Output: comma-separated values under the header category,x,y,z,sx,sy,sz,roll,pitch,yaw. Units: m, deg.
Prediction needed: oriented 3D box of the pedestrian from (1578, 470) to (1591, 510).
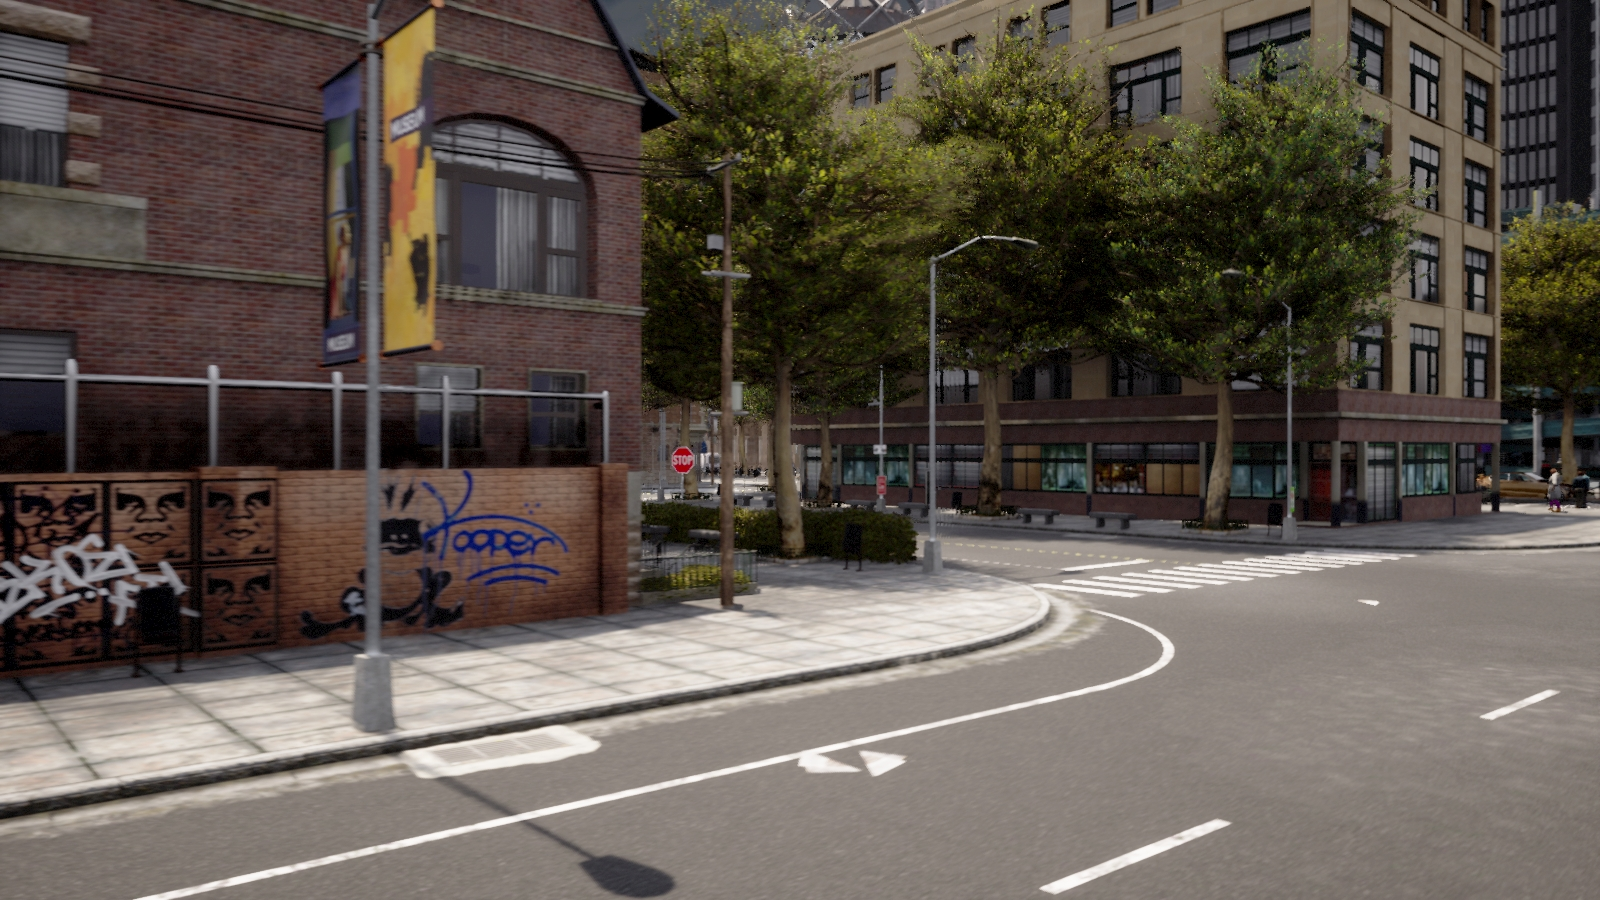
category,x,y,z,sx,sy,sz,roll,pitch,yaw
pedestrian,36.516,1.858,53.182,0.375,1.860,0.375,0,0,-1

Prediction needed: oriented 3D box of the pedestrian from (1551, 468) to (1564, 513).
category,x,y,z,sx,sy,sz,roll,pitch,yaw
pedestrian,32.013,1.705,48.299,0.375,1.860,0.375,0,0,45

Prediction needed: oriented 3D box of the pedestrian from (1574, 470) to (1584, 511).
category,x,y,z,sx,sy,sz,roll,pitch,yaw
pedestrian,35.730,1.857,52.383,0.375,1.860,0.375,0,0,32

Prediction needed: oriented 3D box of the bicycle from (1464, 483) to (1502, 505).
category,x,y,z,sx,sy,sz,roll,pitch,yaw
bicycle,35.414,2.268,59.213,0.859,1.080,1.487,0,0,-40
